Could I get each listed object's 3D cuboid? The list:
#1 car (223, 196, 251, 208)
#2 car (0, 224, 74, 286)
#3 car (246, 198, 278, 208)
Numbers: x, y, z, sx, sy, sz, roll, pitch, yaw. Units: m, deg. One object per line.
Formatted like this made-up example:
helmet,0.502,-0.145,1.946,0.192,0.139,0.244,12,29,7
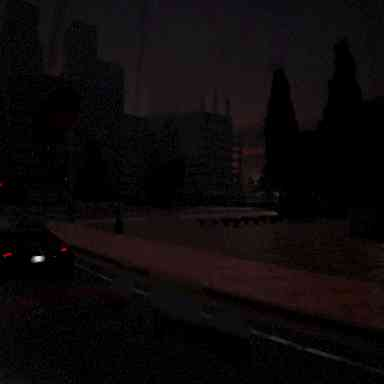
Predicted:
car,7.514,2.004,57.943,5.008,1.535,1.882,1,-1,-38
car,-5.055,1.629,9.725,1.994,1.385,4.181,1,-1,-40
car,12.034,2.138,57.058,4.718,1.301,1.895,1,-1,-38
